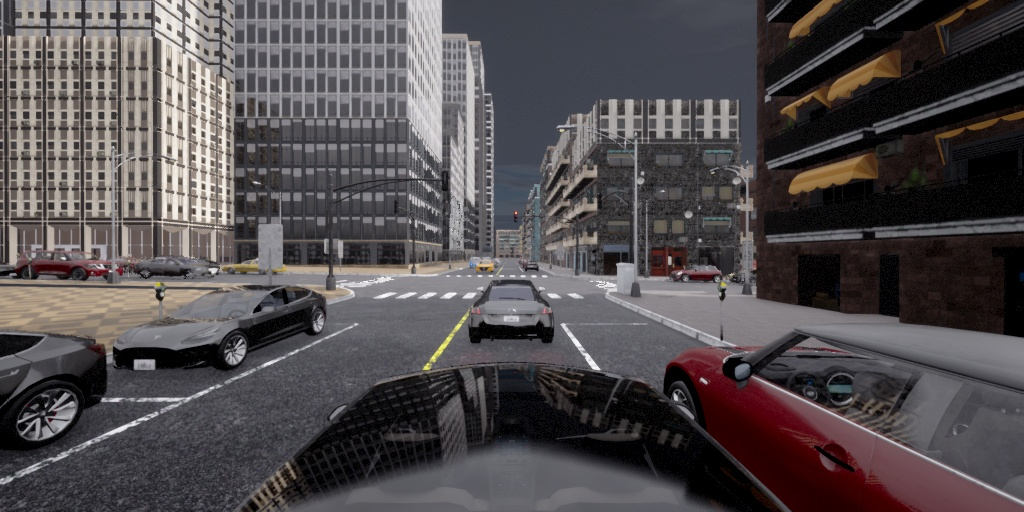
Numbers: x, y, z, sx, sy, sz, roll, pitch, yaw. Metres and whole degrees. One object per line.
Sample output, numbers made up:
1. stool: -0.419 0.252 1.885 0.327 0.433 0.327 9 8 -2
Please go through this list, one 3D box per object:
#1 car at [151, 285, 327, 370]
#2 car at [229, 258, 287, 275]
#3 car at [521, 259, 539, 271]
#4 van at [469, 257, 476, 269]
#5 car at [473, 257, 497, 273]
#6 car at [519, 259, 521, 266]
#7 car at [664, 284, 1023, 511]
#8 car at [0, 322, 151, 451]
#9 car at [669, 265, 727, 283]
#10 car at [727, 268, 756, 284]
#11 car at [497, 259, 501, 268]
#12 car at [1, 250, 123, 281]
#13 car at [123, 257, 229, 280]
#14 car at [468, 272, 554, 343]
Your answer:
1. car: -5.705 1.315 7.740 1.948 1.339 4.313 0 0 0
2. car: -22.131 0.880 30.788 4.829 1.417 1.751 0 0 -1
3. car: 2.553 1.319 47.411 1.948 1.339 4.313 0 0 0
4. van: -5.859 1.097 57.351 1.690 1.789 3.998 0 0 0
5. car: -3.225 1.230 43.397 1.882 1.535 5.008 0 0 0
6. car: 2.522 1.301 57.378 1.888 1.381 4.507 0 0 0
7. car: 2.692 1.190 2.521 1.967 1.591 4.097 0 0 0
8. car: -5.689 1.316 2.494 1.948 1.339 4.313 0 0 0
9. car: 15.925 1.508 31.248 4.097 1.591 1.967 0 0 -1
10. car: 20.232 1.661 28.717 4.892 1.490 1.837 1 0 -1
11. car: -3.256 1.249 57.437 2.128 1.511 4.902 0 0 0
12. car: -27.446 0.591 22.241 5.009 1.841 2.192 0 0 -1
13. car: -23.175 0.839 24.892 4.902 1.511 2.128 1 0 -1
14. car: -0.020 1.314 9.675 1.994 1.385 4.181 0 0 0
